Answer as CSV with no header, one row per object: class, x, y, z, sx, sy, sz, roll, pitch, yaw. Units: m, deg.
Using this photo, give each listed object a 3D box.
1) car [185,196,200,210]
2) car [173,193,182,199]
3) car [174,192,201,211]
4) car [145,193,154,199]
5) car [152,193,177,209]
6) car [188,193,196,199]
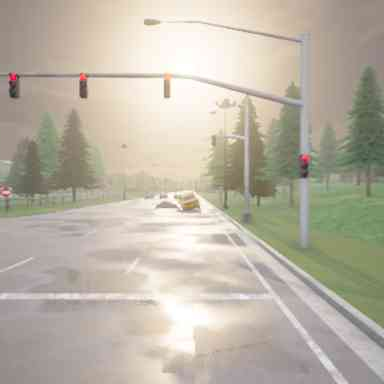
car,0.044,1.294,40.655,1.812,1.442,4.674,0,2,0
car,-3.493,1.007,82.104,1.994,1.385,4.181,0,0,0
car,-0.497,0.823,37.165,1.882,1.535,5.008,-18,14,-6
car,-10.493,0.995,82.104,2.033,1.411,5.357,0,0,0
car,-2.163,2.442,40.161,5.357,1.411,2.033,31,43,35
car,0.007,1.007,82.104,1.994,1.385,4.181,0,0,0
